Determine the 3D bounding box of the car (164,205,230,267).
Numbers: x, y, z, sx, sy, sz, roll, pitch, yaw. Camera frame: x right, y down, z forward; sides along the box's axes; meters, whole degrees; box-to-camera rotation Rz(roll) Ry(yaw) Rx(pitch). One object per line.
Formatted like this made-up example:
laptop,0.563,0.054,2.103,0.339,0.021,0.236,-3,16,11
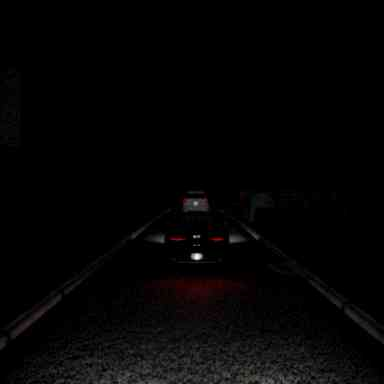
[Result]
car,0.158,1.375,10.903,1.837,1.490,4.892,0,1,1

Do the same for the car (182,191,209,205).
car,0.324,0.984,28.946,2.150,2.045,5.566,0,0,1
